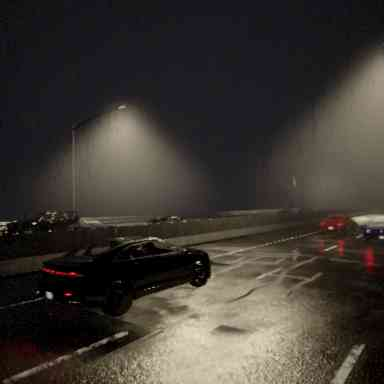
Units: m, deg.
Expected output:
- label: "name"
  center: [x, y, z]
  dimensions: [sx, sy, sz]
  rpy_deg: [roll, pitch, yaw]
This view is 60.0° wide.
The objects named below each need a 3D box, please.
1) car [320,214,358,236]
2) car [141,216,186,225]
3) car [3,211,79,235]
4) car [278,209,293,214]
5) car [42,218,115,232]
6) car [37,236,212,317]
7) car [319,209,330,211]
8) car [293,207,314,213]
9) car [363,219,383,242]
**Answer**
- label: "car"
  center: [10.967, 2.383, 24.772]
  dimensions: [1.812, 1.442, 4.674]
  rpy_deg: [-3, -3, 37]
- label: "car"
  center: [-2.182, 2.607, 25.136]
  dimensions: [1.837, 1.490, 4.892]
  rpy_deg: [-3, -3, 37]
- label: "car"
  center: [-11.043, 2.475, 25.067]
  dimensions: [2.150, 2.045, 5.566]
  rpy_deg: [-3, -3, 38]
- label: "car"
  center: [17.939, 3.896, 63.050]
  dimensions: [1.994, 1.385, 4.181]
  rpy_deg: [-3, -3, 37]
- label: "car"
  center: [-7.727, 2.736, 23.610]
  dimensions: [1.895, 1.301, 4.718]
  rpy_deg: [-3, -3, 37]
- label: "car"
  center: [-1.363, 1.886, 8.532]
  dimensions: [2.128, 1.511, 4.902]
  rpy_deg: [-3, -3, 37]
- label: "car"
  center: [23.782, 3.668, 59.170]
  dimensions: [1.994, 1.385, 4.181]
  rpy_deg: [-3, -3, 37]
- label: "car"
  center: [20.975, 3.554, 61.274]
  dimensions: [2.097, 1.767, 4.553]
  rpy_deg: [-3, -3, 37]
- label: "car"
  center: [11.694, 2.243, 19.940]
  dimensions: [1.895, 1.301, 4.718]
  rpy_deg: [-3, -3, 37]
